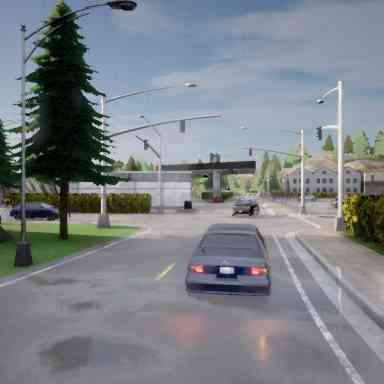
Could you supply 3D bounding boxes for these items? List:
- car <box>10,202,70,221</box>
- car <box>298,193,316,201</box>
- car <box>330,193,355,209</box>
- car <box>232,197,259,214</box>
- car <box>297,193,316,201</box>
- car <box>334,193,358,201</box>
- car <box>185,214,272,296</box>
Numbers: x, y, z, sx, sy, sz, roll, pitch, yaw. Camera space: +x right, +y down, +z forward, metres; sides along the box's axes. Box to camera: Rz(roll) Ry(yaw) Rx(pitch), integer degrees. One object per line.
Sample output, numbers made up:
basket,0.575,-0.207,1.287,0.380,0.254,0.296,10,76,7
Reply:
car,-12.082,1.526,26.533,4.674,1.442,1.812,0,0,10
car,27.340,1.077,79.237,3.866,1.878,1.905,0,0,10
car,20.231,1.330,42.329,5.027,1.636,2.152,0,0,10
car,5.121,1.491,31.509,2.128,1.511,4.902,1,0,21
car,26.159,1.361,76.070,3.806,1.475,1.970,0,0,10
car,34.514,1.097,74.628,4.605,1.855,1.932,0,0,10
car,1.085,1.547,8.845,2.033,1.411,5.357,0,0,10
